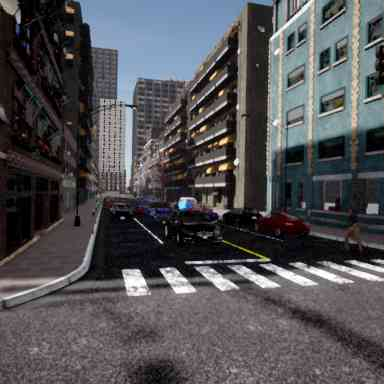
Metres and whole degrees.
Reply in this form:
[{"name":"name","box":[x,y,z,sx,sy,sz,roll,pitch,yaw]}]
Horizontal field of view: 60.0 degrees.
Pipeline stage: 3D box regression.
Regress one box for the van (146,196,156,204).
[{"name":"van","box":[-8.949,1.686,72.412,1.690,1.788,3.998,1,0,-15]}]

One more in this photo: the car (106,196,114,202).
[{"name":"car","box":[-21.260,1.805,86.327,1.947,1.339,4.313,1,0,-15]}]

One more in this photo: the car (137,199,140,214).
[{"name":"car","box":[-4.881,1.693,34.091,1.994,1.385,4.181,1,0,-15]}]

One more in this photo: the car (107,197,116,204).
[{"name":"car","box":[-17.016,1.712,70.135,1.752,1.417,4.829,1,0,-15]}]

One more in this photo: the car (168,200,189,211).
[{"name":"car","box":[-1.949,1.831,45.696,1.947,1.339,4.313,1,0,-15]}]

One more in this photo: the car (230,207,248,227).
[{"name":"car","box":[3.653,1.774,24.324,1.947,1.339,4.313,1,0,-15]}]

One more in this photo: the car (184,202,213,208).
[{"name":"car","box":[0.436,1.767,26.442,1.895,1.301,4.718,1,0,-15]}]

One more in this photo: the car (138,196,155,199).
[{"name":"car","box":[-7.697,1.816,57.447,1.994,1.385,4.181,1,0,-15]}]

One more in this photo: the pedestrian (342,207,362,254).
[{"name":"pedestrian","box":[6.258,1.467,13.012,0.375,1.860,0.375,1,0,-15]}]

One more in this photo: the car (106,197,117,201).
[{"name":"car","box":[-10.057,1.653,43.584,1.887,1.381,4.507,1,0,-15]}]

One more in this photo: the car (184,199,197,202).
[{"name":"car","box":[0.852,1.781,35.010,1.887,1.381,4.507,1,0,-15]}]

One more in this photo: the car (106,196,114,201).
[{"name":"car","box":[-22.660,1.801,91.671,1.887,1.381,4.507,1,0,-15]}]

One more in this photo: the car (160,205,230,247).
[{"name":"car","box":[-0.070,1.586,15.705,1.837,1.490,4.892,1,0,-14]}]

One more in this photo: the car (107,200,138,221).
[{"name":"car","box":[-5.856,1.630,27.555,1.947,1.339,4.313,1,0,-15]}]

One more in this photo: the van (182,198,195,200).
[{"name":"van","box":[-0.546,1.592,40.354,1.690,1.788,3.998,1,0,-15]}]

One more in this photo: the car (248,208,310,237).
[{"name":"car","box":[5.053,1.776,18.981,1.802,1.307,4.206,1,0,-15]}]

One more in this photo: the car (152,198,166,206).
[{"name":"car","box":[-6.192,1.838,61.889,1.752,1.417,4.829,1,0,-15]}]

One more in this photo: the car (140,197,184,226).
[{"name":"car","box":[-2.349,1.455,24.441,2.097,1.767,4.553,1,0,-15]}]
